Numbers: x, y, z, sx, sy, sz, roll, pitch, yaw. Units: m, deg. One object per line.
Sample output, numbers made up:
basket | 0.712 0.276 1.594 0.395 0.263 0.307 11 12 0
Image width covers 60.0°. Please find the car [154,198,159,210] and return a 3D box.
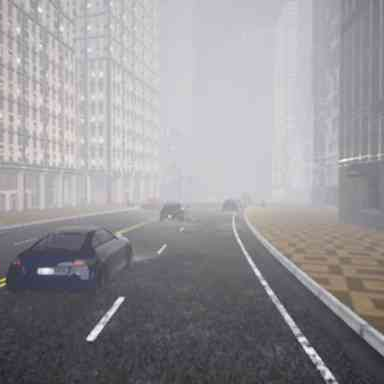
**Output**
car | -2.675 1.638 41.745 2.033 1.411 5.357 0 0 11

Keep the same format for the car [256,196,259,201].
car | 17.256 1.674 91.168 1.812 1.442 4.674 0 0 13

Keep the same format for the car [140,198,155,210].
car | -5.399 1.558 44.692 1.882 1.535 5.008 0 0 11

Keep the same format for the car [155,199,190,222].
car | -1.388 1.570 27.235 1.837 1.490 4.892 0 0 7

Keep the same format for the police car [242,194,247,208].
police car | 6.626 1.588 49.754 1.930 1.638 5.238 0 0 13

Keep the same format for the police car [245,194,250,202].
police car | 7.988 1.610 55.446 1.930 1.638 5.238 0 0 14

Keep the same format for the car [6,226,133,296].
car | -2.883 1.579 8.742 1.994 1.385 4.181 0 0 2

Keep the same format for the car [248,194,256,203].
car | 12.215 1.430 73.338 2.150 2.045 5.566 0 0 17

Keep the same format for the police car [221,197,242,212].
police car | 4.678 1.553 40.198 1.930 1.638 5.238 0 0 10
